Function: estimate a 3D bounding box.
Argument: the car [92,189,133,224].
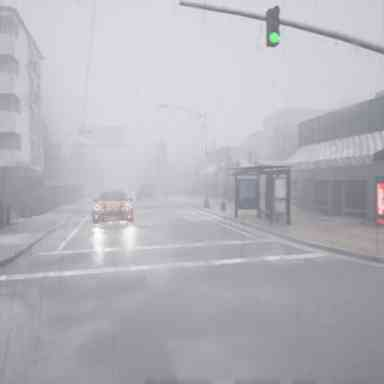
[{"bbox_3d":[-4.523,0.737,19.119,2.097,1.767,4.553,-1,2,-13],"label":"car"}]

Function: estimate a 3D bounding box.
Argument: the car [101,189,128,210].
[{"bbox_3d":[-6.778,0.594,29.253,2.128,1.511,4.902,-1,2,-12],"label":"car"}]

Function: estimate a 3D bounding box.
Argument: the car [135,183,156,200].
[{"bbox_3d":[-5.889,-0.068,42.079,2.150,2.045,5.566,-1,2,-13],"label":"car"}]

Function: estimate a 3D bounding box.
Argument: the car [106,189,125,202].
[{"bbox_3d":[-9.037,0.360,39.645,2.033,1.411,5.357,-1,2,-12],"label":"car"}]
